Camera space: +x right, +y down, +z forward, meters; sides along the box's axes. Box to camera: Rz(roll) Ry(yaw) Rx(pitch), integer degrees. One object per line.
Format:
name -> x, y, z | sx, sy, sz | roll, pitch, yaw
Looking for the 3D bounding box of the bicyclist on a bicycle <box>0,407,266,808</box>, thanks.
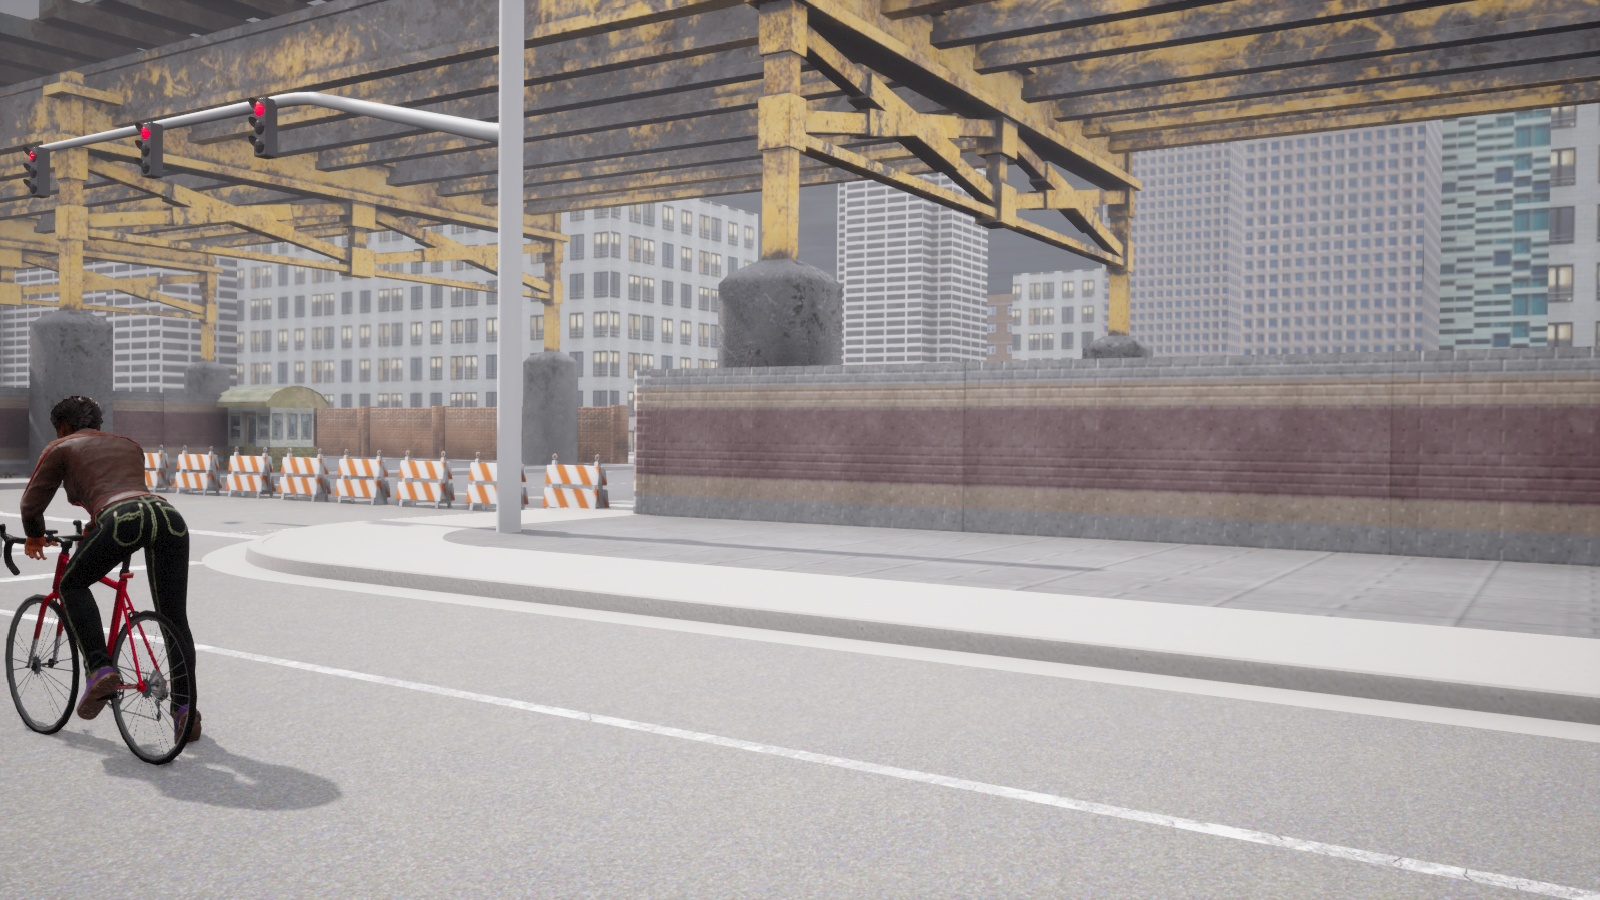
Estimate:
bicyclist on a bicycle -> -3.227, 0.635, 5.764 | 1.656, 1.620, 0.582 | 0, 1, 34
